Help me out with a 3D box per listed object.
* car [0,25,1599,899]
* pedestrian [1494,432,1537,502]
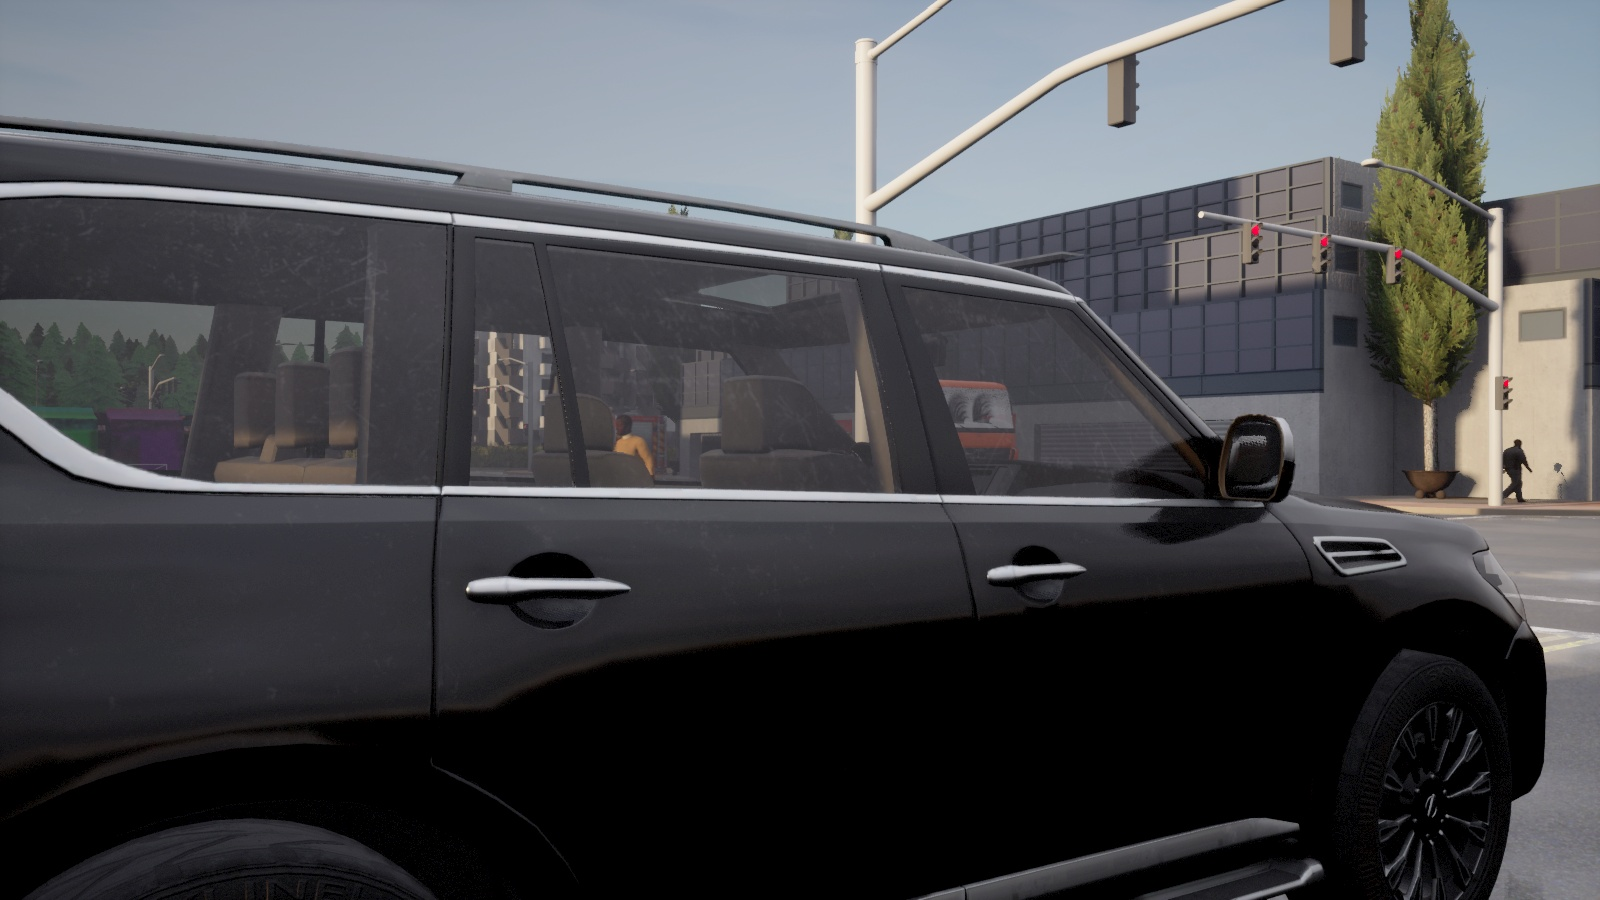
[{"bbox_3d":[-0.184,0.473,3.531,5.566,2.045,2.150,0,0,-35],"label":"car"},{"bbox_3d":[19.395,0.446,34.059,0.849,1.883,0.563,0,0,-10],"label":"pedestrian"}]
